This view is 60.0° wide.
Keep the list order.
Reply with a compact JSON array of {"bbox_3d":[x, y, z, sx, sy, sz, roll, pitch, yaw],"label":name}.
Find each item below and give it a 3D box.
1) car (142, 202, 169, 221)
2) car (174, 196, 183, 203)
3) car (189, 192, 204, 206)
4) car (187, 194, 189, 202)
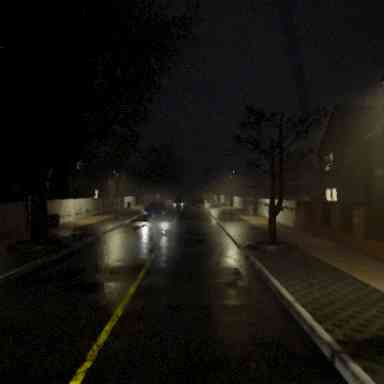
[{"bbox_3d":[-2.847,1.527,27.023,1.812,1.442,4.674,0,0,0],"label":"car"},{"bbox_3d":[-2.749,1.522,68.170,1.837,1.490,4.892,0,0,0],"label":"car"},{"bbox_3d":[0.931,1.333,54.982,2.097,1.767,4.553,-2,0,0],"label":"car"},{"bbox_3d":[0.002,1.423,72.854,2.033,1.411,5.357,0,0,0],"label":"car"}]
